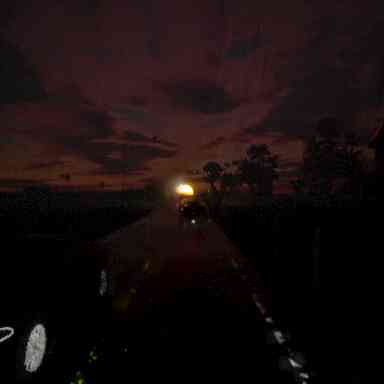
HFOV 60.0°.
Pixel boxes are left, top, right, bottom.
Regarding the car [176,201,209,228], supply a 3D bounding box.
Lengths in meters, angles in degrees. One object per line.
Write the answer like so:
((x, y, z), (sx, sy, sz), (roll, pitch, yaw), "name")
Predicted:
((0.103, 1.643, 23.406), (1.837, 1.490, 4.892), (0, -1, 0), "car")

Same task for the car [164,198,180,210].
((-2.805, 1.663, 48.394), (2.097, 1.767, 4.553), (0, 0, 0), "car")

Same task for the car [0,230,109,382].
((-2.848, 1.512, 5.731), (1.882, 1.535, 5.008), (0, 0, 0), "car")
